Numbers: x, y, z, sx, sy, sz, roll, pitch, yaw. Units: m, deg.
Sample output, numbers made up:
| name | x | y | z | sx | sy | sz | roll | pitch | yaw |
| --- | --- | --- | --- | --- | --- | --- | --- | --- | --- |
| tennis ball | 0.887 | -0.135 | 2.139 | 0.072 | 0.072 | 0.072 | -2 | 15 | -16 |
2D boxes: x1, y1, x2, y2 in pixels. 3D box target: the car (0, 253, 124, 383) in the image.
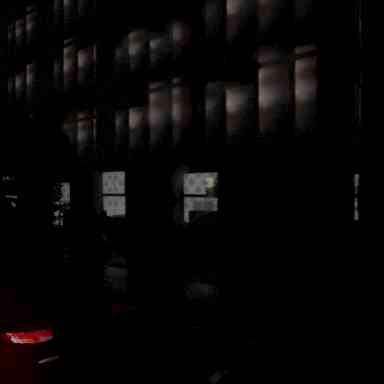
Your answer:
| name | x | y | z | sx | sy | sz | roll | pitch | yaw |
| --- | --- | --- | --- | --- | --- | --- | --- | --- | --- |
| car | -2.803 | 1.575 | 4.871 | 4.206 | 1.307 | 1.802 | 0 | 0 | 35 |
